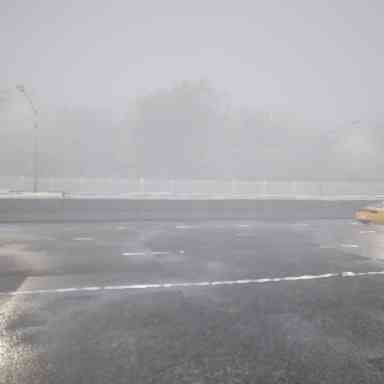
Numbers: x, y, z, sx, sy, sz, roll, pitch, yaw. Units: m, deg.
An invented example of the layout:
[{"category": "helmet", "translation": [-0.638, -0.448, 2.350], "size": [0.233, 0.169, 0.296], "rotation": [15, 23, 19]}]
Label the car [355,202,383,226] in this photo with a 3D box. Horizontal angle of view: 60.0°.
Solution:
[{"category": "car", "translation": [12.255, 1.297, 19.805], "size": [5.008, 1.535, 1.882], "rotation": [1, 1, -14]}]
